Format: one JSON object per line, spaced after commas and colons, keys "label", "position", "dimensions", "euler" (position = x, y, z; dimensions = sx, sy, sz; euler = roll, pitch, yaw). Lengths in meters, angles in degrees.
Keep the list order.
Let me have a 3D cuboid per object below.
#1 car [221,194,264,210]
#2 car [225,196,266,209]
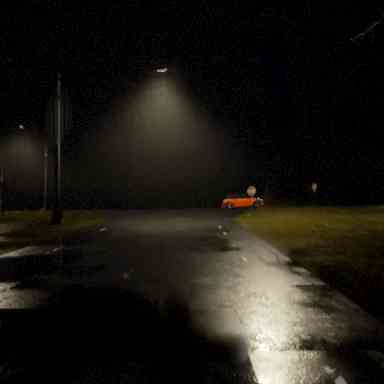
{"label": "car", "position": [5.522, 0.997, 36.584], "dimensions": [4.553, 1.767, 2.097], "euler": [-4, -2, -1]}
{"label": "car", "position": [6.960, 1.363, 43.624], "dimensions": [4.902, 1.511, 2.128], "euler": [-1, -3, -1]}
